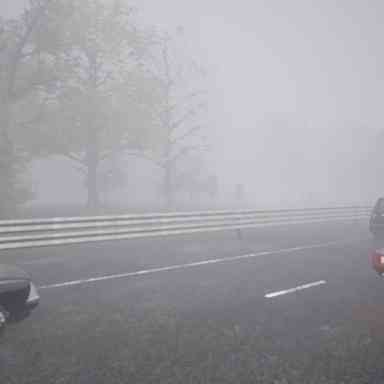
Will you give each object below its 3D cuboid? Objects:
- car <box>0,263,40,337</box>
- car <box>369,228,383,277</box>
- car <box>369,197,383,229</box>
[{"bbox_3d":[-4.773,1.598,4.625,4.718,1.301,1.895,0,0,-36],"label":"car"},{"bbox_3d":[6.620,1.595,8.362,4.718,1.301,1.895,0,0,-35],"label":"car"},{"bbox_3d":[10.339,1.212,15.156,5.566,2.045,2.150,0,0,-34],"label":"car"}]
